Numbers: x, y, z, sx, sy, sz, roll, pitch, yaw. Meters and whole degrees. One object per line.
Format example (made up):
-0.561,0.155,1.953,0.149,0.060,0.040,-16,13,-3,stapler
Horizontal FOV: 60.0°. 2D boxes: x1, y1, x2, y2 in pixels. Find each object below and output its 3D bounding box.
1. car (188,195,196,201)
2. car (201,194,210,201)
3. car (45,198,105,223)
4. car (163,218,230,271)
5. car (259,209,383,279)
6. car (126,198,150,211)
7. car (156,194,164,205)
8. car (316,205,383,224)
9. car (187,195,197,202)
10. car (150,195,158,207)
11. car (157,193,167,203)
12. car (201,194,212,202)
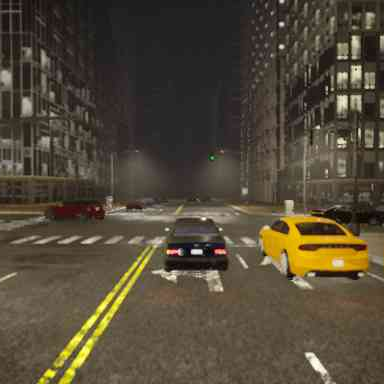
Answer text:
-0.025,1.330,81.262,1.994,1.385,4.181,0,0,0,car
3.225,1.299,81.616,2.097,1.767,4.553,0,0,0,car
-8.907,1.269,25.234,4.553,1.767,2.097,1,1,23,car
0.067,1.545,10.832,2.033,1.411,5.357,0,0,-1,car
3.347,1.475,10.076,1.882,1.535,5.008,0,0,0,car
-6.612,1.586,39.867,1.895,1.301,4.718,0,0,0,car
-6.537,1.533,59.045,1.994,1.385,4.181,0,0,0,car
10.588,1.618,22.702,4.902,1.511,2.128,0,0,-9,car
-0.022,1.501,71.227,1.994,1.385,4.181,0,0,0,car
-6.590,1.579,49.040,1.895,1.301,4.718,0,0,0,car
-6.522,1.184,69.794,2.150,2.045,5.566,0,0,0,car
3.228,1.457,71.814,1.837,1.490,4.892,0,0,0,car
